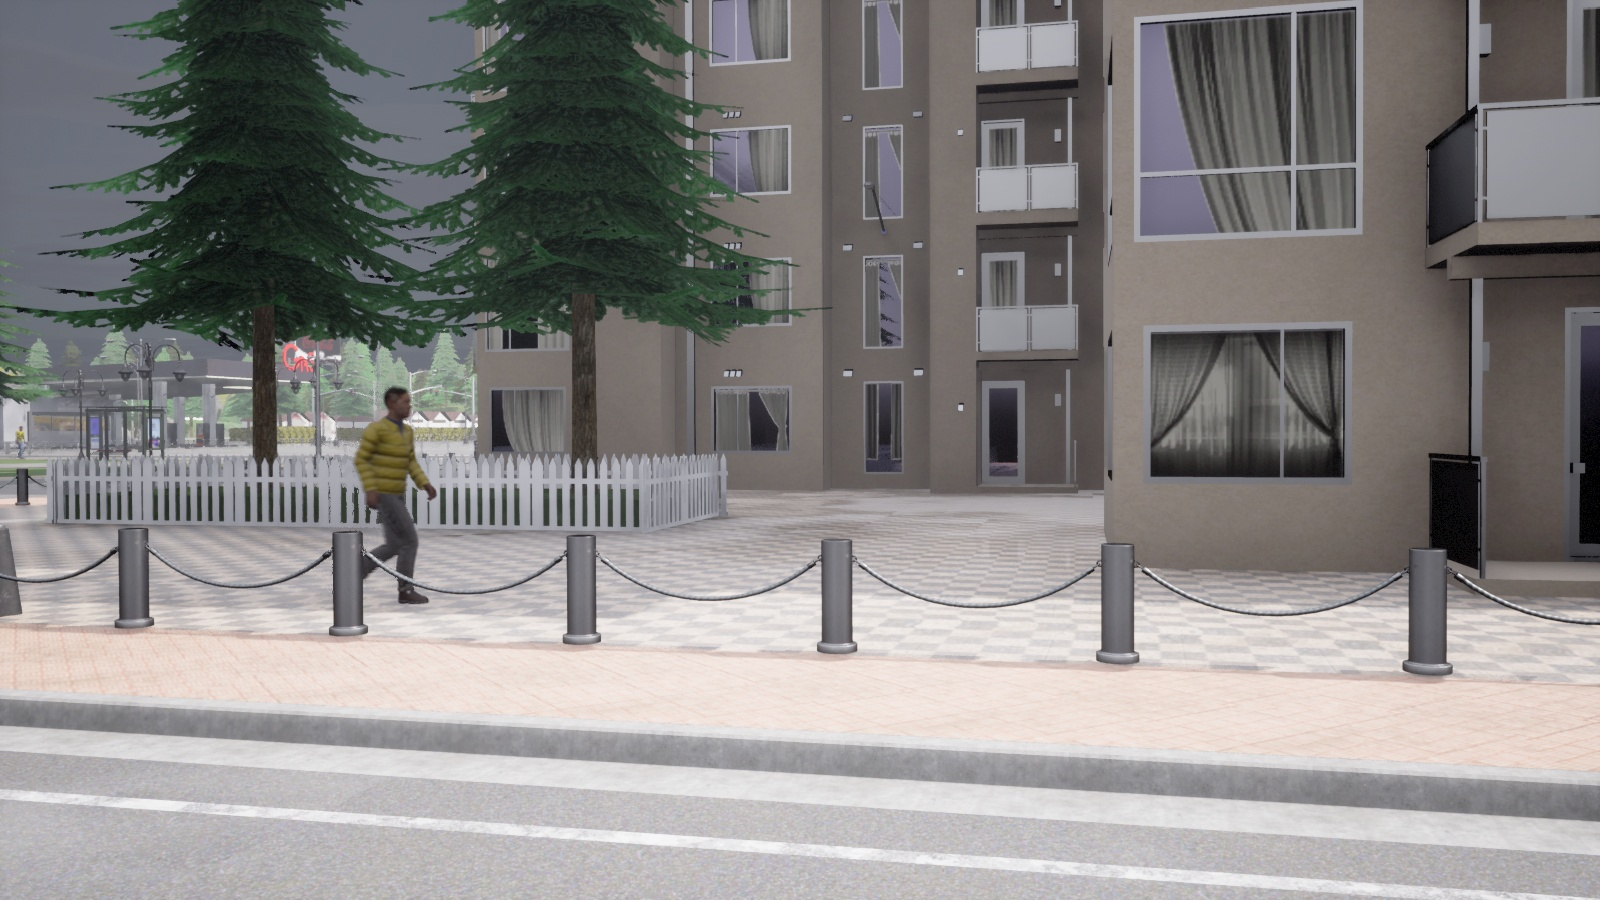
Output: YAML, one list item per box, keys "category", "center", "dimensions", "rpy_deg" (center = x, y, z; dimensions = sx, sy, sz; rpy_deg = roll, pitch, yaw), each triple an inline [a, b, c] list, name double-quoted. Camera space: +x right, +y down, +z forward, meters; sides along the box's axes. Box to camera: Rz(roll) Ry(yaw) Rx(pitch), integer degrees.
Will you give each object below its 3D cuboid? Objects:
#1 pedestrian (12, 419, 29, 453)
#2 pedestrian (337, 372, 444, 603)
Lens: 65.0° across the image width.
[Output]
- category: "pedestrian"
  center: [-42.091, -0.762, 67.804]
  dimensions: [0.706, 1.836, 0.354]
  rpy_deg: [0, 1, 10]
- category: "pedestrian"
  center: [-3.333, 0.294, 10.251]
  dimensions: [0.709, 1.840, 0.431]
  rpy_deg: [0, 1, 10]
